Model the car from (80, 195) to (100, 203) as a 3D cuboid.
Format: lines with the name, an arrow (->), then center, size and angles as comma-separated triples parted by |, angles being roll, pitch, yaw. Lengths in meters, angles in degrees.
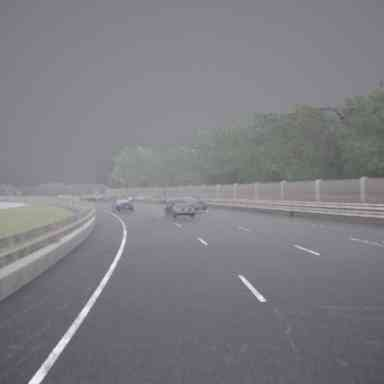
car -> -20.644, 1.365, 66.030 | 1.837, 1.490, 4.892 | 0, 0, -40

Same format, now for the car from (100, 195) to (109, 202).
car -> -17.714, 1.375, 68.013 | 2.033, 1.411, 5.357 | 0, 0, -37

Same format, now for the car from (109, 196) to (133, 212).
car -> -8.067, 1.502, 38.511 | 1.812, 1.442, 4.674 | 0, 0, -23

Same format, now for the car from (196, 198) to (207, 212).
car -> 0.071, 1.434, 36.921 | 2.128, 1.511, 4.902 | 0, 0, -20

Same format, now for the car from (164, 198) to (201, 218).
car -> -1.169, 1.507, 29.540 | 2.033, 1.411, 5.357 | 0, 0, -17
